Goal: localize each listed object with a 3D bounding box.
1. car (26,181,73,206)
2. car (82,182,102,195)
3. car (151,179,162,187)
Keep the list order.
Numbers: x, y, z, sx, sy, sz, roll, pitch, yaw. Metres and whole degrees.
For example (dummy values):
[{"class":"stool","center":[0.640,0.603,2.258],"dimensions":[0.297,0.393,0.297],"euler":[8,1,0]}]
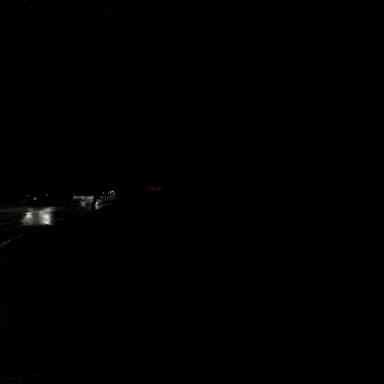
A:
[{"class":"car","center":[-13.046,0.018,30.883],"dimensions":[2.150,2.045,5.566],"euler":[1,4,5]},{"class":"car","center":[-11.820,-0.481,41.039],"dimensions":[1.837,1.490,4.892],"euler":[1,4,9]},{"class":"car","center":[-5.420,-1.611,56.495],"dimensions":[1.895,1.301,4.718],"euler":[1,5,11]}]
